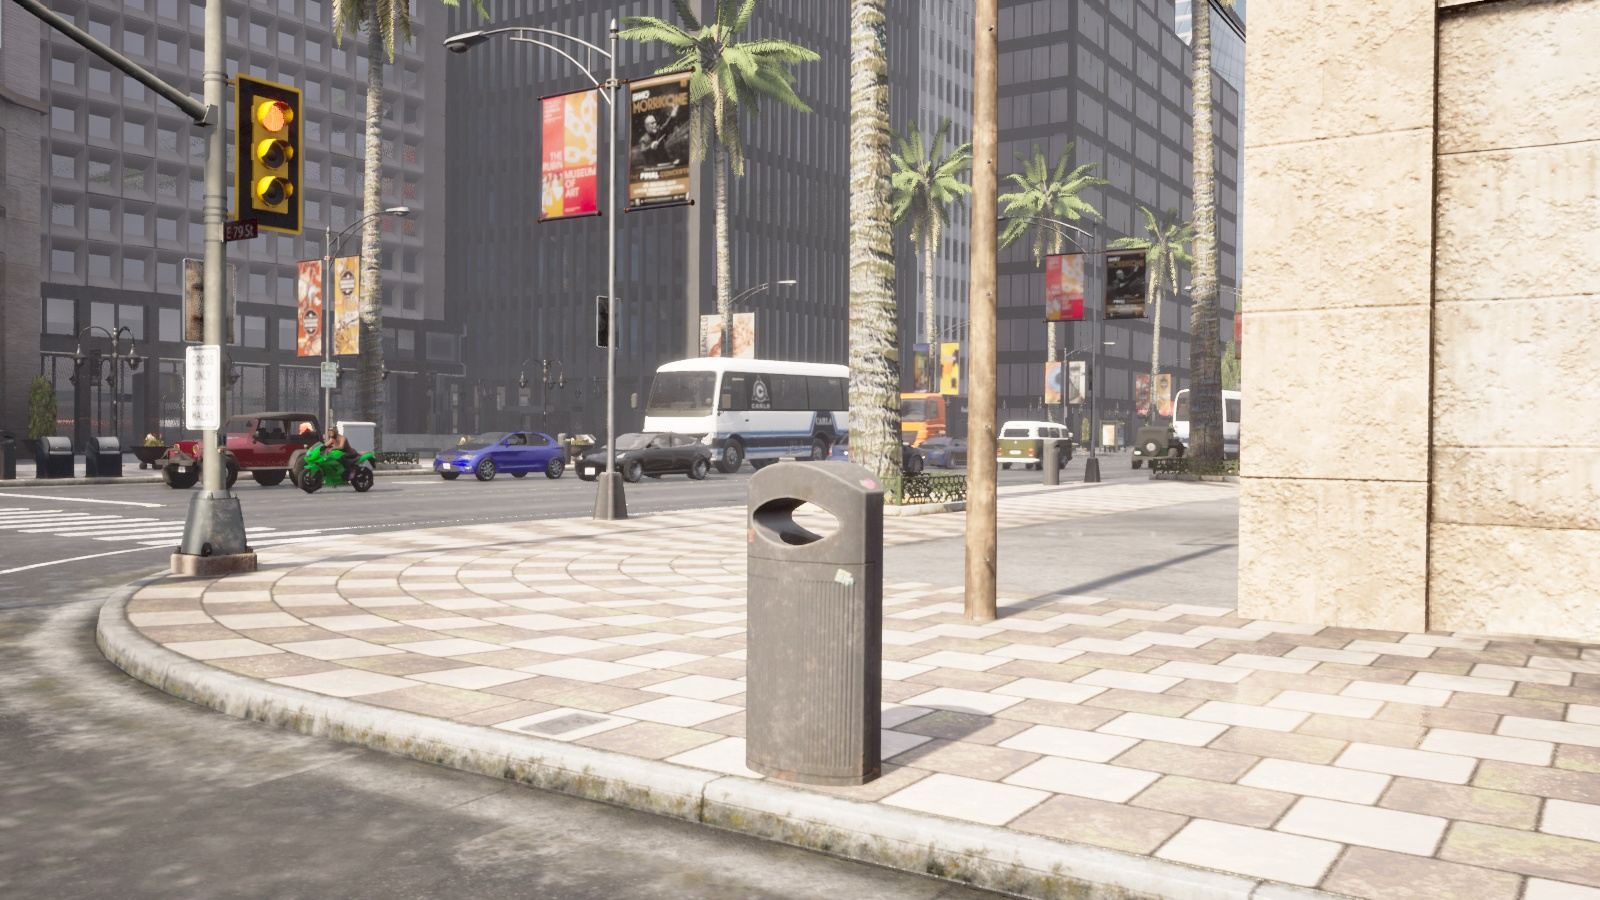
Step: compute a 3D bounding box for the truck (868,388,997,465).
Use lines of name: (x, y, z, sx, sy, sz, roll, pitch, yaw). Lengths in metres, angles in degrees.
truck: (6.538, -1.139, 60.750, 2.891, 3.462, 7.936, 0, 1, 33)

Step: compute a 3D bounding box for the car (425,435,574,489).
car: (-8.902, 0.314, 37.493, 1.816, 1.474, 4.193, 0, 1, 34)

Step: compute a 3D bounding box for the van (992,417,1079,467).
van: (10.052, -0.364, 53.324, 2.069, 2.038, 4.480, 0, 1, 33)

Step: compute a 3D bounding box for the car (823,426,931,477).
car: (2.628, 0.030, 42.169, 1.851, 1.617, 3.988, 0, 1, 34)

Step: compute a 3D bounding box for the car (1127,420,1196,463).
car: (16.309, -0.392, 56.514, 1.905, 1.878, 3.866, 0, 1, 33)

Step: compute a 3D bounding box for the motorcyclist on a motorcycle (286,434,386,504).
motorcyclist on a motorcycle: (-10.570, 0.420, 28.676, 0.797, 1.523, 2.044, 0, 0, 34)

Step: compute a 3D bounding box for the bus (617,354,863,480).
bus: (-1.970, -1.281, 47.879, 3.944, 4.253, 10.273, 0, 2, 34)

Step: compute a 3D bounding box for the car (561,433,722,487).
car: (-4.657, 0.261, 37.552, 2.163, 1.488, 4.792, 0, 1, 34)

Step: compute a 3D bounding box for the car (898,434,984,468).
car: (6.066, 0.008, 53.623, 1.994, 1.385, 4.181, 0, 1, 33)

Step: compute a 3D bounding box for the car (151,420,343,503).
car: (-13.428, 0.230, 30.680, 1.905, 1.878, 3.866, 0, 1, 34)

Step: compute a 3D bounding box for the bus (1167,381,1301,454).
bus: (27.076, -1.955, 78.001, 3.944, 4.253, 10.273, 1, 1, 43)
